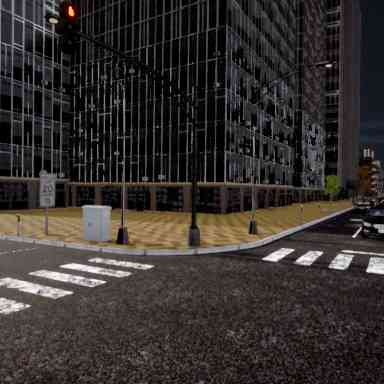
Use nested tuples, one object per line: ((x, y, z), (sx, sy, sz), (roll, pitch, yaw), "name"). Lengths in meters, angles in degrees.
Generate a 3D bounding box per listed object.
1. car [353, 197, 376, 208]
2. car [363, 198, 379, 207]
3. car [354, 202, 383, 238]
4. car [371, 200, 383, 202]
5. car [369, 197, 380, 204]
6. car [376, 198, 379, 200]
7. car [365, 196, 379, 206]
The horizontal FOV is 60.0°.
((19.780, 1.597, 38.406), (2.008, 1.369, 4.403), (1, 0, 31), "car")
((28.415, 1.639, 52.792), (2.008, 1.369, 4.403), (1, 0, 31), "car")
((9.886, 1.513, 17.119), (2.128, 1.511, 4.902), (1, 0, 31), "car")
((14.863, 1.571, 25.360), (1.812, 1.442, 4.674), (1, 0, 31), "car")
((36.940, 1.711, 67.245), (1.802, 1.307, 4.206), (1, 0, 31), "car")
((20.319, 1.551, 34.316), (1.882, 1.535, 5.008), (1, 0, 31), "car")
((31.254, 1.542, 57.610), (1.967, 1.590, 4.097), (1, 0, 31), "car")
